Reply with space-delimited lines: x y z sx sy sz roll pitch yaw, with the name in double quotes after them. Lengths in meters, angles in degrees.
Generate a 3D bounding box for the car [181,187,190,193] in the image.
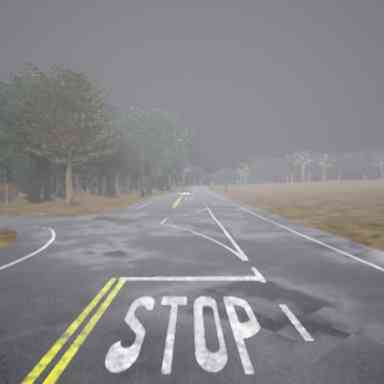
-1.571 -0.515 86.501 2.128 1.511 4.902 0 2 7 "car"
